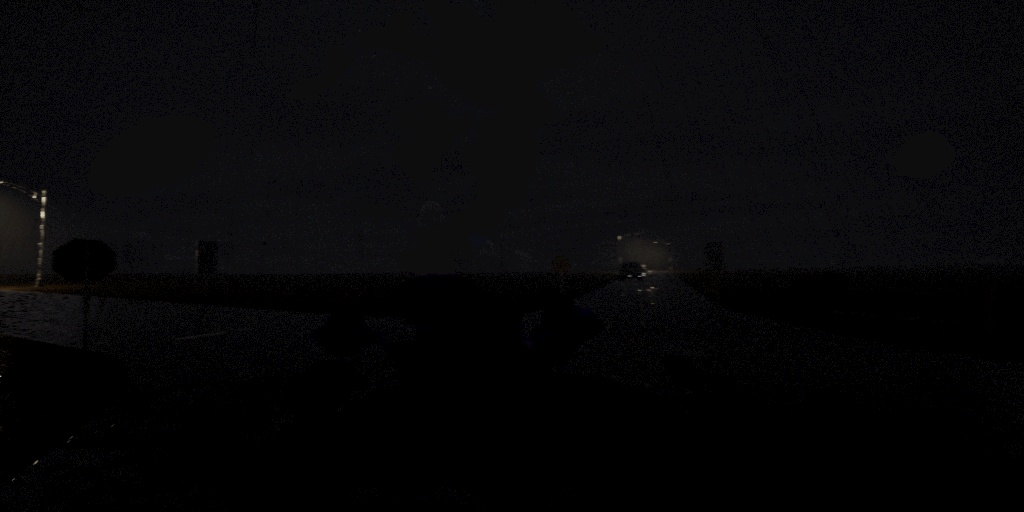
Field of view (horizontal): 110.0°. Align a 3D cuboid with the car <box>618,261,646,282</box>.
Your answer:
[{"bbox_3d":[12.332,1.596,37.156,2.150,2.045,5.566,-3,-2,21],"label":"car"}]
